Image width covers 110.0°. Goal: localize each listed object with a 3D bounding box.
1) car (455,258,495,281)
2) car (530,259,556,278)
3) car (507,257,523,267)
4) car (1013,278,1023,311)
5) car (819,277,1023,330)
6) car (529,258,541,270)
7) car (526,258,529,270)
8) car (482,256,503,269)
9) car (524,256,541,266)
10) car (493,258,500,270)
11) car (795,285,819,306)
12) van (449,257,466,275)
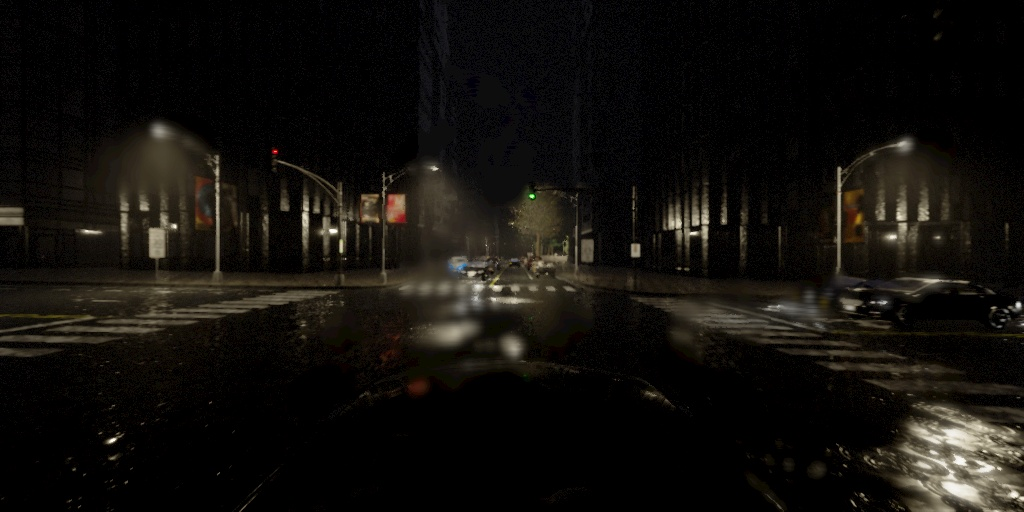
[{"bbox_3d":[-2.906,1.176,29.277,2.128,1.511,4.902,0,0,2],"label":"car"},{"bbox_3d":[2.953,1.235,32.093,2.007,1.370,4.403,0,0,1],"label":"car"},{"bbox_3d":[0.445,1.223,59.974,1.895,1.301,4.718,0,0,1],"label":"car"},{"bbox_3d":[24.933,1.770,15.246,4.674,1.442,1.812,1,0,0],"label":"car"},{"bbox_3d":[13.745,1.515,12.019,4.902,1.511,2.128,1,0,-1],"label":"car"},{"bbox_3d":[3.005,1.198,37.776,1.751,1.417,4.829,0,0,1],"label":"car"},{"bbox_3d":[3.053,1.211,43.119,2.007,1.370,4.403,0,0,1],"label":"car"},{"bbox_3d":[-2.653,0.993,49.158,2.097,1.767,4.553,0,0,1],"label":"car"},{"bbox_3d":[3.104,0.964,48.631,2.192,1.841,5.009,0,0,1],"label":"car"},{"bbox_3d":[-2.792,1.210,39.017,2.033,1.411,5.357,0,0,1],"label":"car"},{"bbox_3d":[14.657,1.604,15.280,4.181,1.385,1.994,1,0,0],"label":"car"},{"bbox_3d":[-5.522,1.003,37.682,1.690,1.789,3.998,0,0,1],"label":"van"}]
